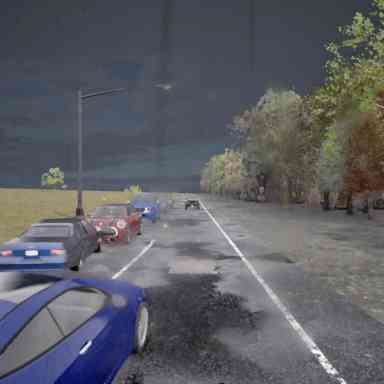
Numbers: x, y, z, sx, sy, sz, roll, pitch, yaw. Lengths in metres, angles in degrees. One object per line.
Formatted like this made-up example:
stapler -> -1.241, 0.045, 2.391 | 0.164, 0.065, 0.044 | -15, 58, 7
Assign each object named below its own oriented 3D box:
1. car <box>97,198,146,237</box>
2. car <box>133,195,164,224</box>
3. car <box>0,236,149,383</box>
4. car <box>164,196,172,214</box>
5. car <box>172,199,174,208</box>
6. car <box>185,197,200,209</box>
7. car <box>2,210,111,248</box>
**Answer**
car -> -3.681, 1.353, 15.614 | 2.097, 1.767, 4.553 | 0, 0, 1
car -> -3.612, 1.223, 25.268 | 2.150, 2.045, 5.566 | 0, 0, -1
car -> -1.755, 1.526, 3.250 | 1.812, 1.442, 4.674 | 0, 0, 6
car -> -3.605, 1.351, 35.273 | 2.097, 1.767, 4.553 | 0, 0, 0
car -> -3.607, 1.347, 45.280 | 2.097, 1.767, 4.553 | 0, 0, 0
car -> 0.046, 1.501, 44.328 | 1.837, 1.490, 4.892 | 0, 0, 0
car -> -4.168, 1.550, 10.700 | 2.033, 1.411, 5.357 | 0, 0, -5
